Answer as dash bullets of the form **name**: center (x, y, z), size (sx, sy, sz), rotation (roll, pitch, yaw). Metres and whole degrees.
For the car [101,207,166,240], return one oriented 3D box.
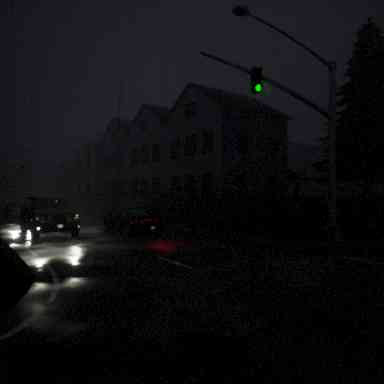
- **car**: center (-3.264, 1.548, 17.751), size (1.882, 1.535, 5.008), rotation (1, 0, -35)

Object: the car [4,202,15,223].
- **car**: center (-13.638, 1.542, 26.313), size (2.128, 1.511, 4.902), rotation (1, 0, -35)

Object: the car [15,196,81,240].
- **car**: center (-7.777, 1.263, 17.927), size (2.150, 2.045, 5.566), rotation (1, 0, -35)
